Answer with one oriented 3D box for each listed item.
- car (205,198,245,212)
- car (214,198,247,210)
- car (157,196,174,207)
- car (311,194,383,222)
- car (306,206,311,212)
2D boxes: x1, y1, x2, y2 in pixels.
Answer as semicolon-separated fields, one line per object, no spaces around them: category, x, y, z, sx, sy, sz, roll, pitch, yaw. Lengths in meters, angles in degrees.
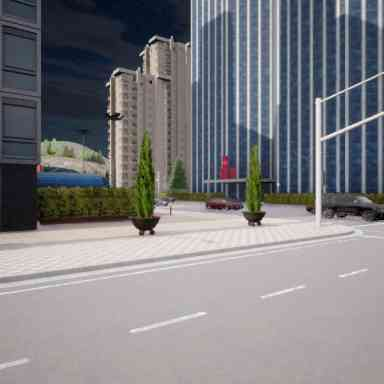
car;3.594;1.477;39.165;1.882;1.535;5.008;0;0;-36
car;4.908;1.563;43.322;1.994;1.385;4.181;0;0;-36
car;-5.435;1.492;51.672;2.128;1.511;4.902;0;0;-36
car;12.811;1.221;26.485;2.150;2.045;5.566;0;0;-36
car;13.382;1.601;31.674;1.895;1.301;4.718;0;0;-37
